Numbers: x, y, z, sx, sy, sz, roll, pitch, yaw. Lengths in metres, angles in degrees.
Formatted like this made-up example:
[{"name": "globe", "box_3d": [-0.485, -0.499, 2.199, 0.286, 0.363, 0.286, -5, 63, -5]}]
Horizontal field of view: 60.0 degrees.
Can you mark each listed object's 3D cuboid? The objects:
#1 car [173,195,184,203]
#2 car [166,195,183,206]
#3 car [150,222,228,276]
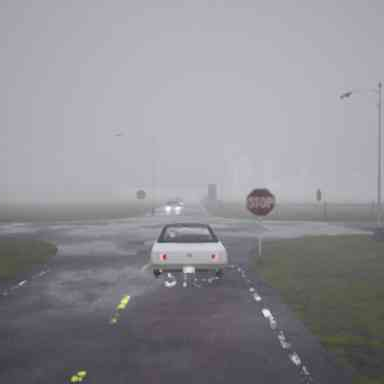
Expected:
[{"name": "car", "box_3d": [-2.739, 1.384, 67.029, 1.994, 1.385, 4.181, 0, 0, 0]}, {"name": "car", "box_3d": [-2.813, 1.470, 50.321, 1.895, 1.301, 4.718, 0, 0, 0]}, {"name": "car", "box_3d": [-0.170, 1.573, 10.202, 1.895, 1.301, 4.718, 0, 0, -3]}]
